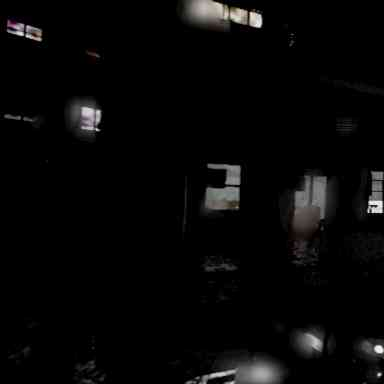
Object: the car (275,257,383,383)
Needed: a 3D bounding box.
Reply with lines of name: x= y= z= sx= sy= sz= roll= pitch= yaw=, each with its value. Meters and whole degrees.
car: x=3.268 y=1.563 z=4.495 sx=4.181 sy=1.385 sz=1.994 roll=1 pitch=1 yaw=-20
